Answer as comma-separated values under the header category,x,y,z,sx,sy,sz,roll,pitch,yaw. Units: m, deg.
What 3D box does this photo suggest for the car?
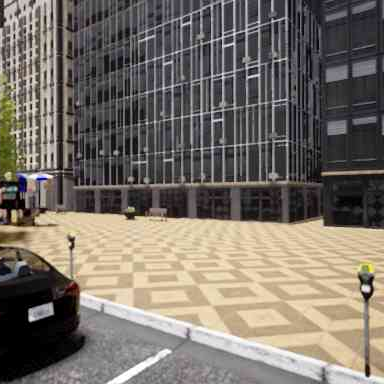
category,x,y,z,sx,sy,sz,roll,pitch,yaw
car,-3.619,1.571,5.461,4.313,1.339,1.947,0,0,36
